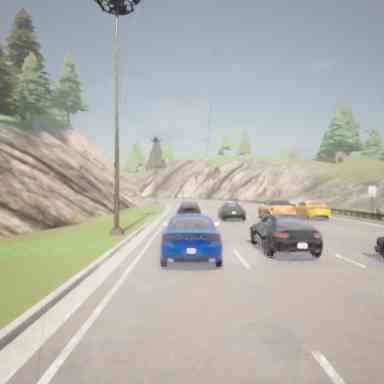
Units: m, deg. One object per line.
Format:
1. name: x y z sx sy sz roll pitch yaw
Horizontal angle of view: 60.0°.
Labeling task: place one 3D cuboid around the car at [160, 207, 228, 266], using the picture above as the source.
1. car: -0.031 1.481 11.645 1.882 1.535 5.008 0 0 0

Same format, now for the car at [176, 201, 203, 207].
1. car: -0.221 1.515 27.360 1.837 1.490 4.892 0 0 0

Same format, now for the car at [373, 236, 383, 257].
1. car: 6.987 1.550 8.661 2.033 1.411 5.357 0 0 0

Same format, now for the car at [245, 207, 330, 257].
1. car: 3.461 1.529 12.790 1.812 1.442 4.674 0 0 -1

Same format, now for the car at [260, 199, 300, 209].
1. car: 6.781 1.359 27.043 2.097 1.767 4.553 0 0 0

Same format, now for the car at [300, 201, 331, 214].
1. car: 10.268 1.486 28.937 1.882 1.535 5.008 0 0 0

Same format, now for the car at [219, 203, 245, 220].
1. car: 3.276 1.572 27.837 1.994 1.385 4.181 0 0 0
